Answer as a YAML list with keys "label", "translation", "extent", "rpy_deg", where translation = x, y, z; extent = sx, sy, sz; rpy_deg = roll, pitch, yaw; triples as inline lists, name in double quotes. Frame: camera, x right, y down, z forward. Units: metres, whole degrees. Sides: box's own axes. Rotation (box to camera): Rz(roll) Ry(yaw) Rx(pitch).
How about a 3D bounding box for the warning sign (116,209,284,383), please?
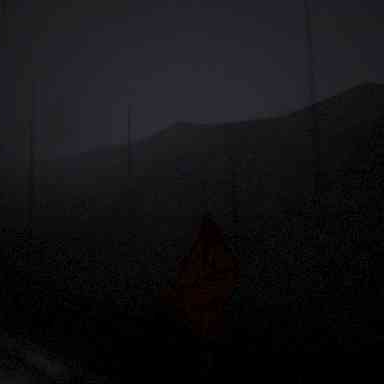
- label: "warning sign"
  translation: [0.131, 1.134, 3.222]
  extent: [1.060, 1.860, 1.300]
  rpy_deg: [-1, 0, 35]
